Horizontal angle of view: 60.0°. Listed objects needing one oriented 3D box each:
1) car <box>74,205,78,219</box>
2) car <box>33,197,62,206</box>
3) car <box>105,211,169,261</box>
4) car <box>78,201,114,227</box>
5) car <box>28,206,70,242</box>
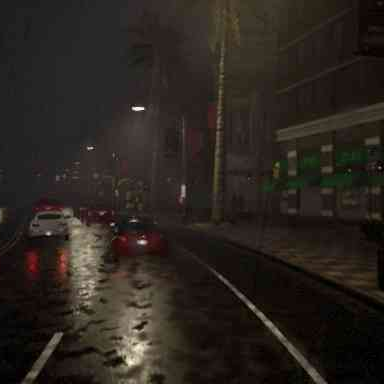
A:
[{"bbox_3d":[-10.151,1.629,32.130,2.097,1.767,4.553,0,0,-24],"label":"car"},{"bbox_3d":[-12.706,1.487,29.354,2.150,2.045,5.566,0,0,-25],"label":"car"},{"bbox_3d":[-2.207,1.669,12.989,1.994,1.385,4.181,0,-1,-16],"label":"car"},{"bbox_3d":[-7.198,1.568,25.343,2.097,1.767,4.553,0,0,-24],"label":"car"},{"bbox_3d":[-7.396,1.683,17.321,1.812,1.442,4.674,0,0,-22],"label":"car"}]
